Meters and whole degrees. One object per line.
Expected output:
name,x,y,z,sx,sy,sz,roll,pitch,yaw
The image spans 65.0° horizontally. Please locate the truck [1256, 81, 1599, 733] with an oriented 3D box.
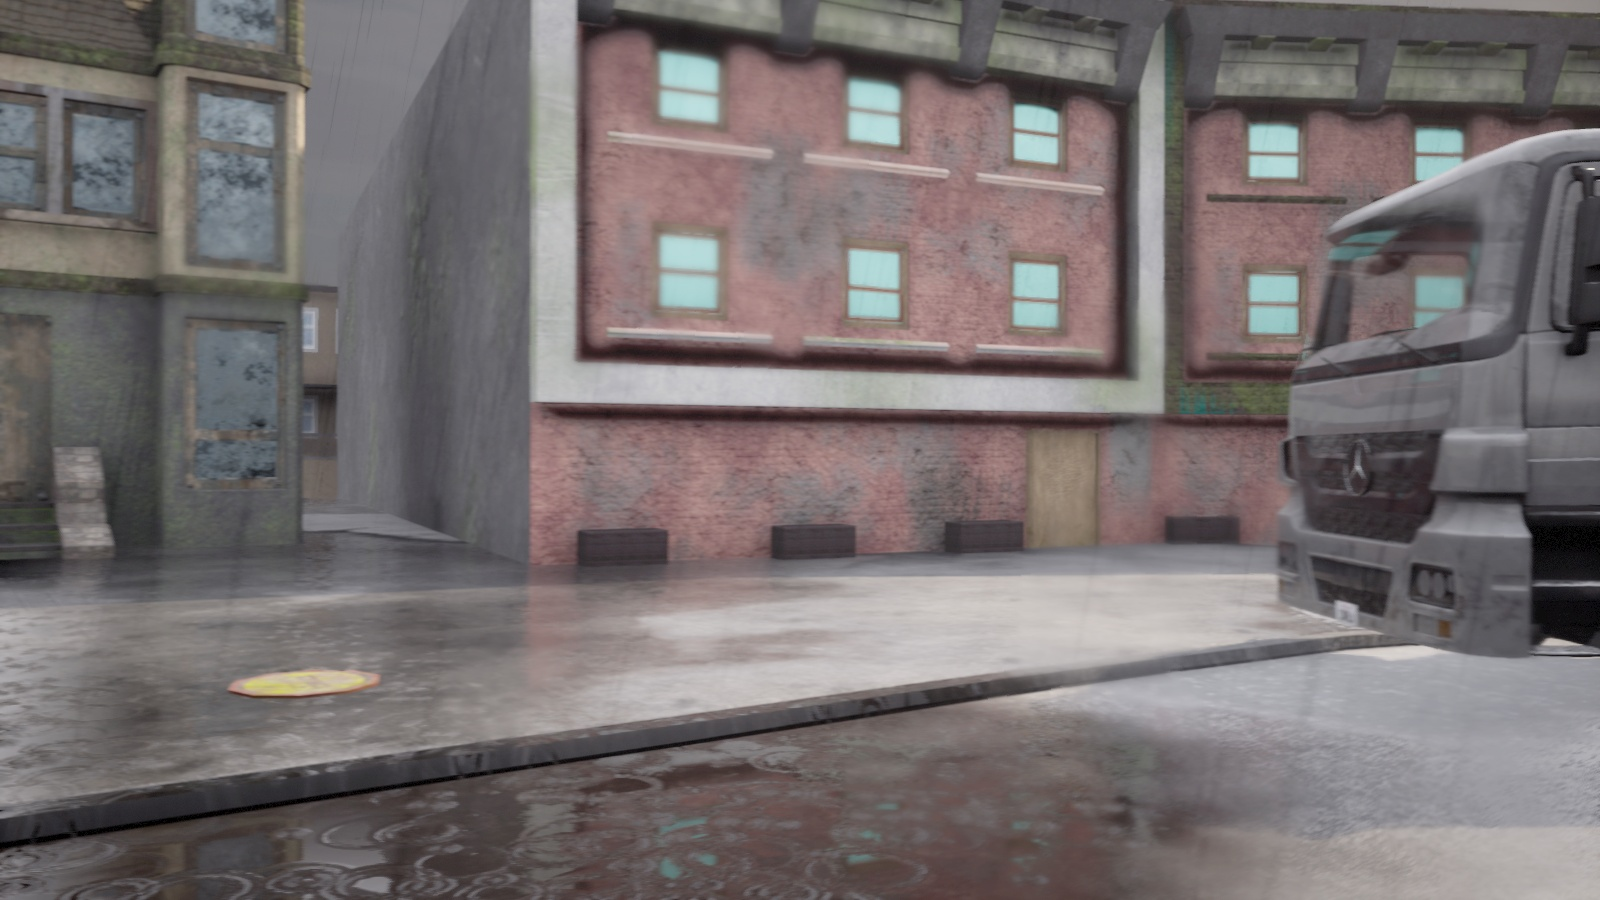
truck,7.459,-0.231,8.162,7.936,3.462,2.891,0,0,-1
